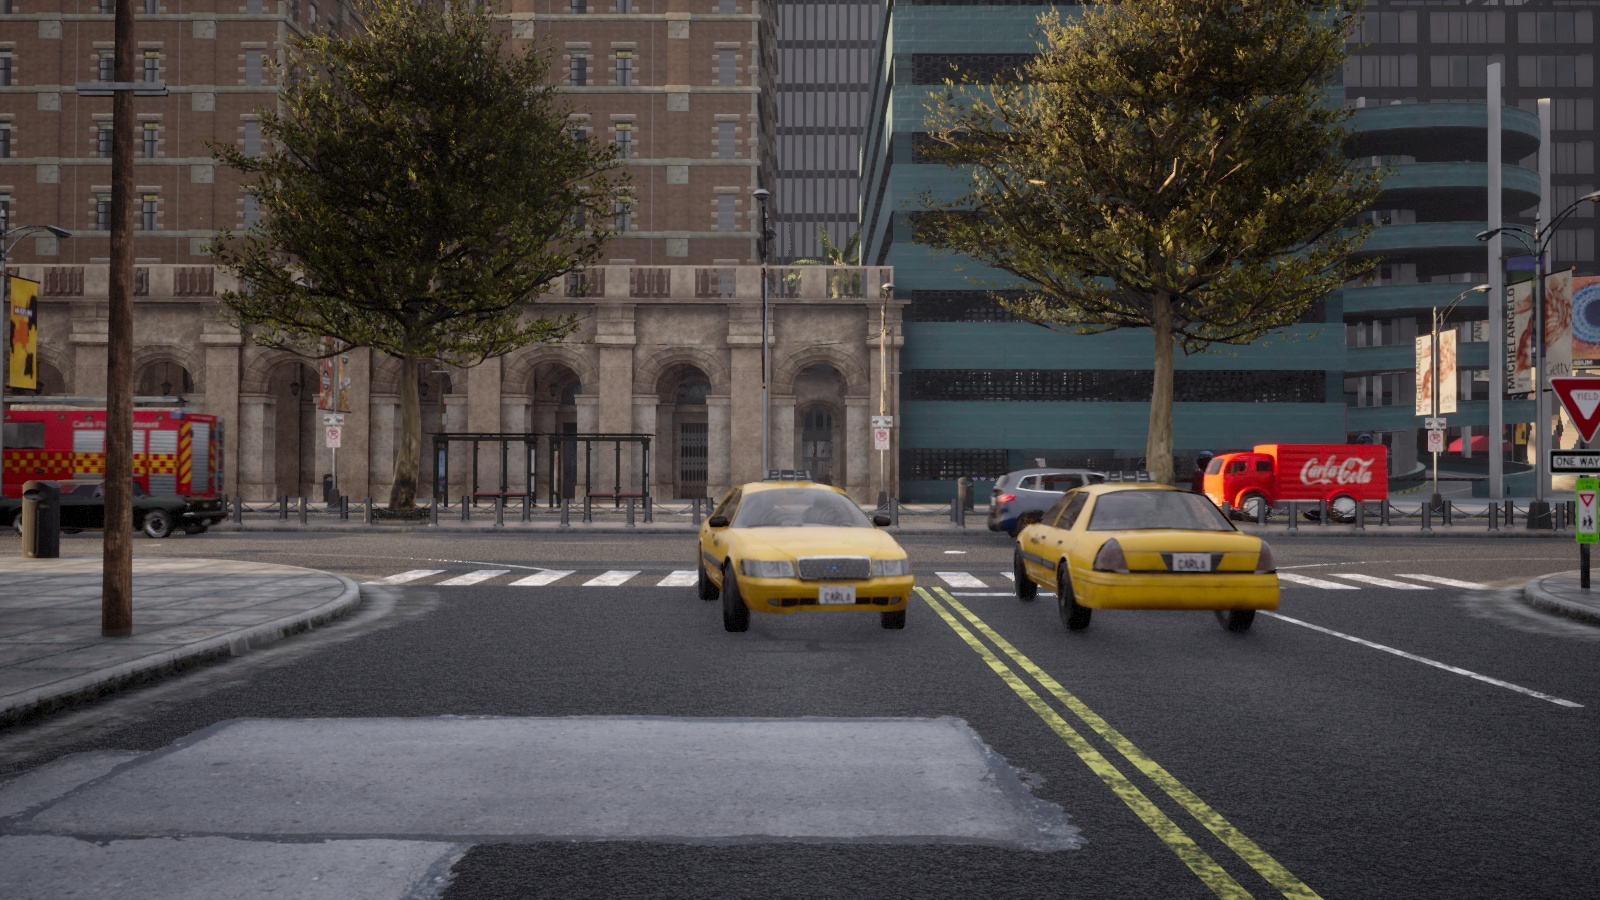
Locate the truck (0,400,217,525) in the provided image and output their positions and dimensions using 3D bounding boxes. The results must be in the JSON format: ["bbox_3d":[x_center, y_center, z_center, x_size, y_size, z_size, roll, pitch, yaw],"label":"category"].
[{"bbox_3d":[-23.655,0.421,40.388,8.468,3.827,2.891,0,-1,1],"label":"truck"}]

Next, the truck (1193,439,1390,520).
[{"bbox_3d":[15.479,0.933,39.836,5.204,2.467,2.627,0,-1,1],"label":"truck"}]

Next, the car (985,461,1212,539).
[{"bbox_3d":[6.665,1.109,28.453,4.611,1.667,2.242,0,-1,1],"label":"car"}]

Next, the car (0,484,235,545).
[{"bbox_3d":[-15.719,1.460,28.760,4.718,1.301,1.895,0,-1,1],"label":"car"}]

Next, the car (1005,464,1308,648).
[{"bbox_3d":[3.507,0.965,13.503,1.801,1.575,5.366,0,-1,1],"label":"car"}]

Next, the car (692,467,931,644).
[{"bbox_3d":[-0.111,0.989,14.012,1.801,1.575,5.366,0,-1,-9],"label":"car"}]
